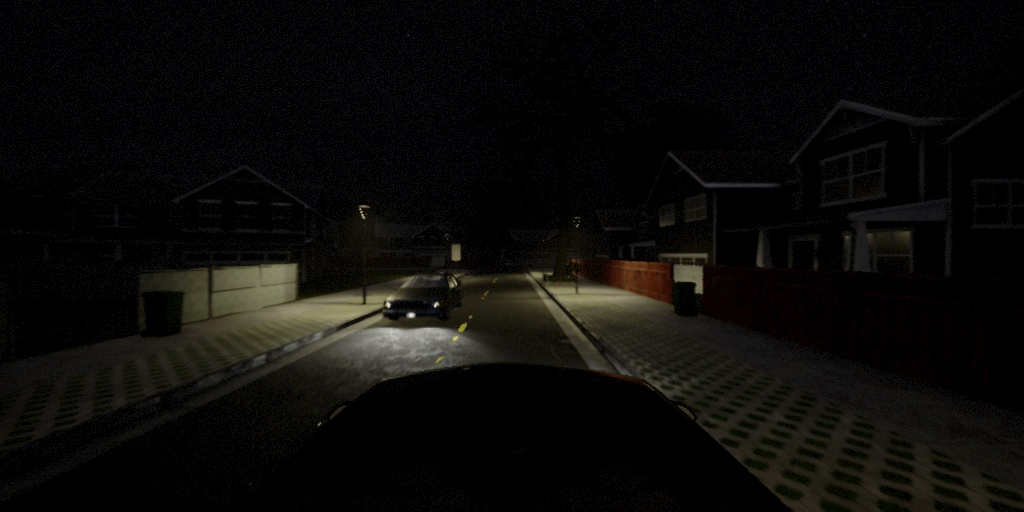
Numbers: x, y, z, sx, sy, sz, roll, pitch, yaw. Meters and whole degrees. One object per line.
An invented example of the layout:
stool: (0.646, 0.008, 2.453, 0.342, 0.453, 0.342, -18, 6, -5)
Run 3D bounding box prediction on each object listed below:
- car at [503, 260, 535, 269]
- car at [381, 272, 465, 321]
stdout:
car: (1.168, 1.317, 55.132, 4.718, 1.301, 1.895, 1, 0, -20)
car: (-2.850, 1.293, 12.785, 2.033, 1.411, 5.357, 0, 0, 0)
